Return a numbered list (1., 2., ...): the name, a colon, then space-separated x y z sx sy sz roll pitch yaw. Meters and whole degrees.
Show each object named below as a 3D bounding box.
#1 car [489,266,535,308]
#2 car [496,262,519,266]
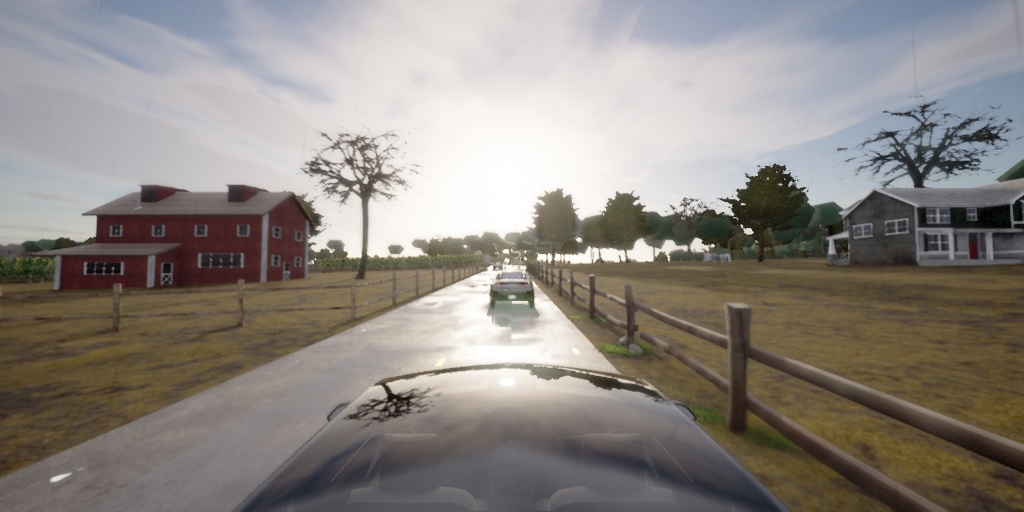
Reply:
1. car: 0.011 1.383 16.172 2.128 1.511 4.902 0 0 0
2. car: 0.017 1.529 31.185 2.128 1.511 4.902 0 0 0
